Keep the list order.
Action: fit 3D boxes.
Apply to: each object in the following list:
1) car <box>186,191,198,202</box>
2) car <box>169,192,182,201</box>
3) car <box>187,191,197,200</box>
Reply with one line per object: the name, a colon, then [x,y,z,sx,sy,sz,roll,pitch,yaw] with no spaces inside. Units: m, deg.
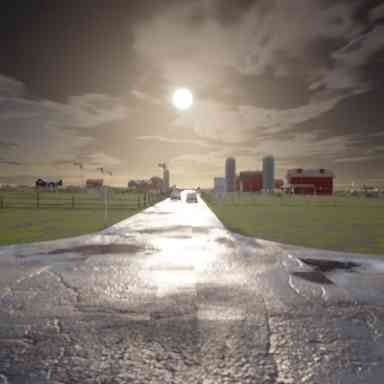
car: [-0.053,0.833,53.044,2.033,1.411,5.357,0,1,0]
car: [-2.810,0.719,58.459,1.837,1.490,4.892,0,1,0]
car: [-0.064,0.624,63.463,1.882,1.535,5.008,0,1,0]
